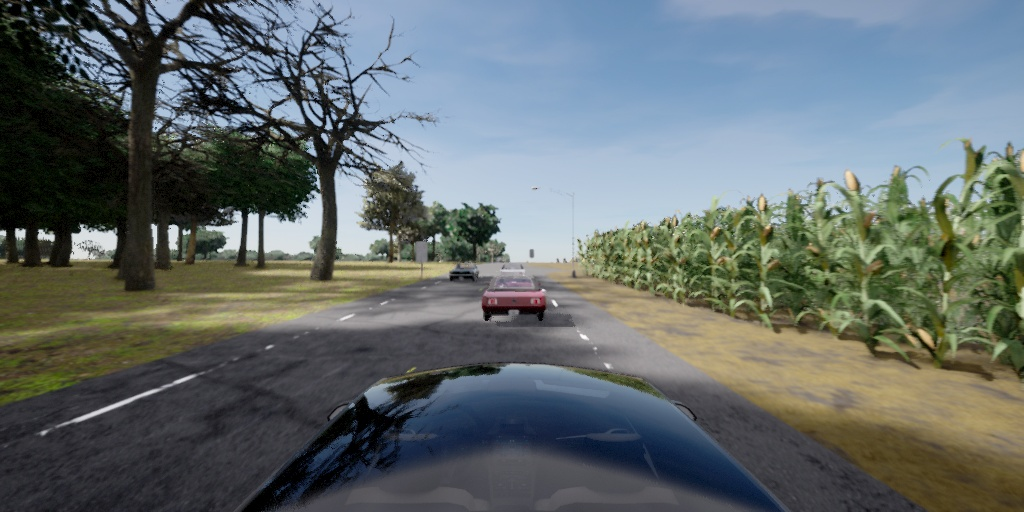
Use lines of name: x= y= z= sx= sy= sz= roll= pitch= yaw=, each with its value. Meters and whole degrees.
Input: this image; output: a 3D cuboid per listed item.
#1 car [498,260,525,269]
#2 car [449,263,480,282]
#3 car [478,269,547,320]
car: x=0.055 y=1.221 z=27.304 sx=1.895 sy=1.301 sz=4.718 roll=0 pitch=0 yaw=0
car: x=-3.567 y=1.220 z=27.437 sx=1.895 sy=1.301 sz=4.718 roll=0 pitch=0 yaw=0
car: x=0.059 y=1.300 z=12.368 sx=1.895 sy=1.301 sz=4.718 roll=0 pitch=0 yaw=0
